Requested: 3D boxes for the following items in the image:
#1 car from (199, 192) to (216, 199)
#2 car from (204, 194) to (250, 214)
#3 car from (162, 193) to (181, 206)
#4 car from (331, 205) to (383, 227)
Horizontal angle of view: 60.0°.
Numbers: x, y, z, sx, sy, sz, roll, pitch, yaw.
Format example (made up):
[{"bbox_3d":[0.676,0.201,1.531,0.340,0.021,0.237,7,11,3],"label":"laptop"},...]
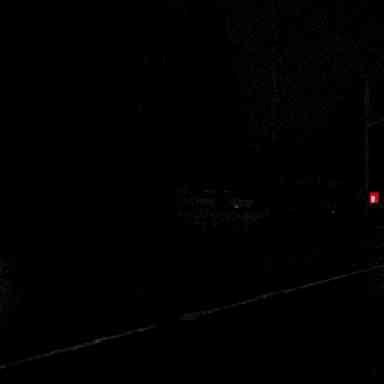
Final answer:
[{"bbox_3d":[4.957,1.113,92.288,1.932,1.855,4.605,0,0,-37],"label":"car"},{"bbox_3d":[3.791,1.367,33.962,2.097,1.767,4.553,0,0,-37],"label":"car"},{"bbox_3d":[-3.647,1.367,50.080,2.097,1.767,4.553,0,0,-35],"label":"car"},{"bbox_3d":[11.902,1.579,23.042,1.994,1.385,4.181,0,0,-35],"label":"car"}]
